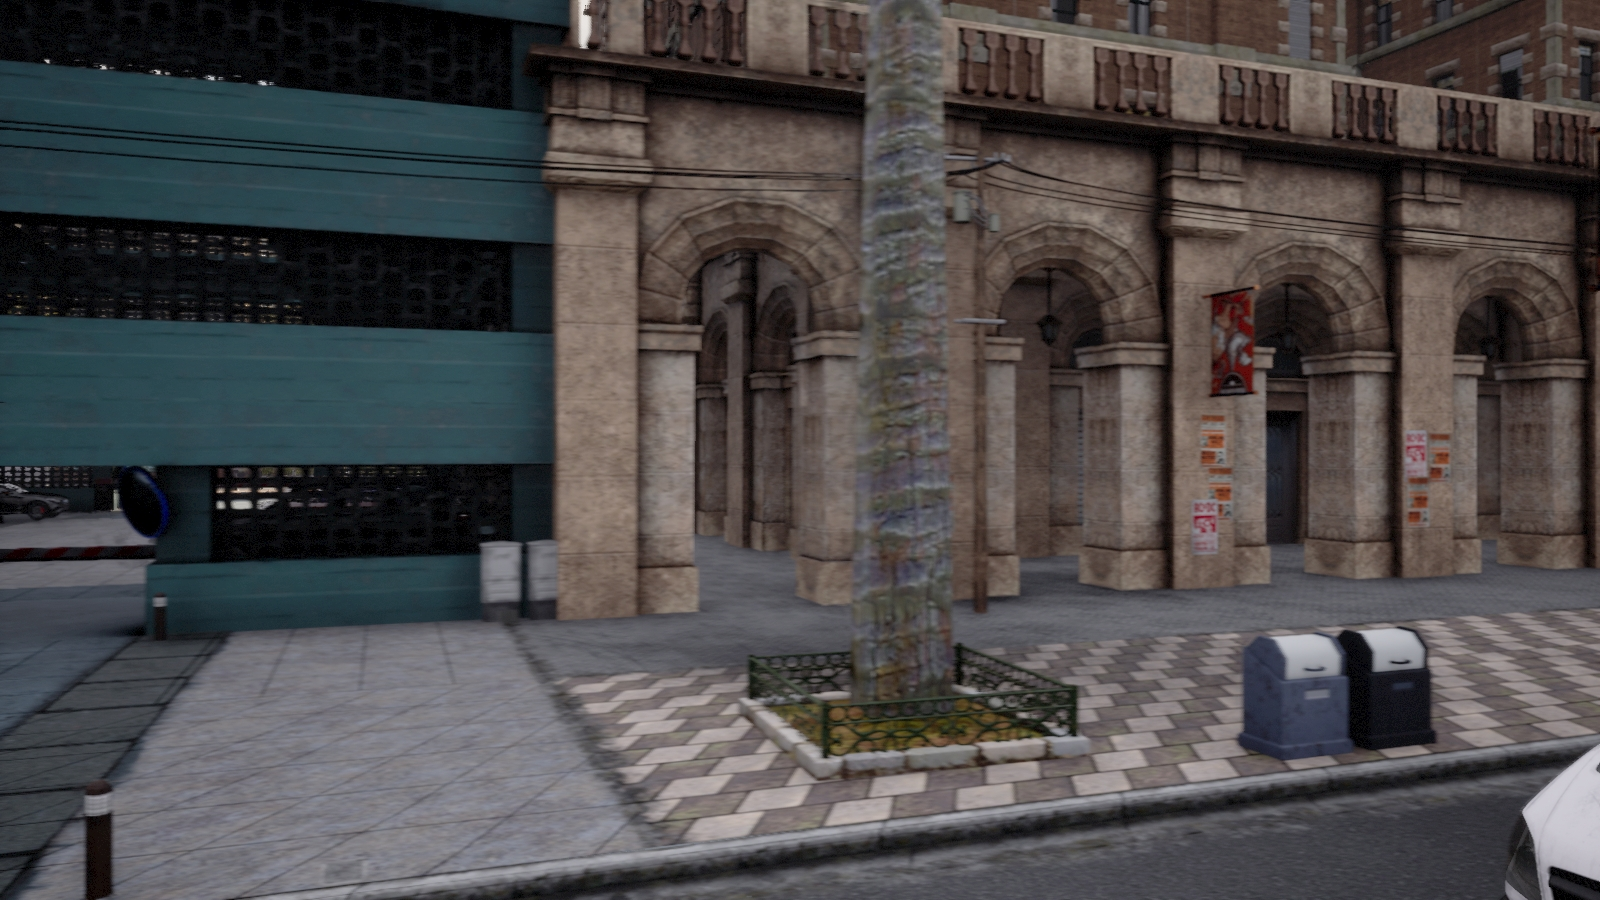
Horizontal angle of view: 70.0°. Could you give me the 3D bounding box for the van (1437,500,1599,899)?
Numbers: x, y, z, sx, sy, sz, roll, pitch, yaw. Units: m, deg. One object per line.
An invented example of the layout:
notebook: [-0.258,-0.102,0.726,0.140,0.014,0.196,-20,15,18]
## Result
van: [6.168,1.535,5.548,5.915,2.561,1.988,0,0,-20]

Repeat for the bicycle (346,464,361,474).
bicycle: [-52.432,2.205,134.075,1.643,1.196,0.373,0,0,-20]

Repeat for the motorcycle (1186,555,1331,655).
motorcycle: [6.551,2.183,16.334,1.805,1.236,0.856,0,0,-20]
